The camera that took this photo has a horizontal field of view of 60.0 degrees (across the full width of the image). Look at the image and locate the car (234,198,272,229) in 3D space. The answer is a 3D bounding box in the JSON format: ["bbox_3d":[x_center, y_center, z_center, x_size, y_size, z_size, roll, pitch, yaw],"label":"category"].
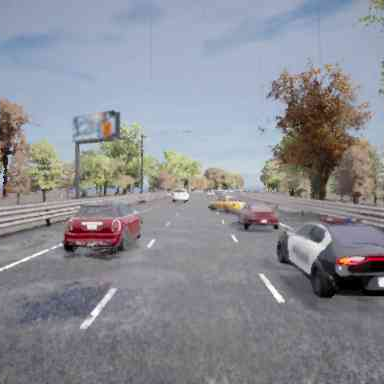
[{"bbox_3d":[3.727,1.291,19.250,1.812,1.442,4.674,0,1,1],"label":"car"}]

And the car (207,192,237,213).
[{"bbox_3d":[3.311,1.069,31.509,1.801,1.575,5.366,0,1,-22],"label":"car"}]

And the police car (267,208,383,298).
[{"bbox_3d":[3.538,1.407,8.376,2.038,1.542,4.974,0,1,1],"label":"police car"}]

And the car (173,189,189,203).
[{"bbox_3d":[-1.722,0.552,52.310,2.150,2.045,5.566,1,1,4],"label":"car"}]

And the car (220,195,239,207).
[{"bbox_3d":[4.561,1.066,40.988,1.994,1.385,4.181,0,1,3],"label":"car"}]

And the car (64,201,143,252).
[{"bbox_3d":[-3.301,1.173,13.237,2.097,1.767,4.553,0,1,1],"label":"car"}]

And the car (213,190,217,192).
[{"bbox_3d":[5.244,0.545,90.672,1.895,1.301,4.718,0,1,7],"label":"car"}]

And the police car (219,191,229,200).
[{"bbox_3d":[6.012,0.681,62.802,1.930,1.638,5.238,0,1,5],"label":"police car"}]
